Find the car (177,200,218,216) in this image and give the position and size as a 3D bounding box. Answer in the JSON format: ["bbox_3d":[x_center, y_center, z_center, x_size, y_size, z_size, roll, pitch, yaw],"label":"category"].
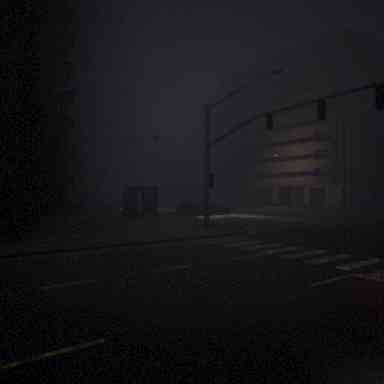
[{"bbox_3d":[0.214,1.669,35.511,1.837,1.490,4.892,0,0,-36],"label":"car"}]

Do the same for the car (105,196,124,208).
[{"bbox_3d":[-11.001,1.738,50.883,2.033,1.411,5.357,0,0,-36],"label":"car"}]

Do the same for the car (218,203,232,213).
[{"bbox_3d":[2.412,1.782,38.426,1.895,1.301,4.718,0,0,-36],"label":"car"}]

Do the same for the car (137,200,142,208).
[{"bbox_3d":[-8.166,1.853,52.935,1.895,1.301,4.718,0,0,-36],"label":"car"}]
